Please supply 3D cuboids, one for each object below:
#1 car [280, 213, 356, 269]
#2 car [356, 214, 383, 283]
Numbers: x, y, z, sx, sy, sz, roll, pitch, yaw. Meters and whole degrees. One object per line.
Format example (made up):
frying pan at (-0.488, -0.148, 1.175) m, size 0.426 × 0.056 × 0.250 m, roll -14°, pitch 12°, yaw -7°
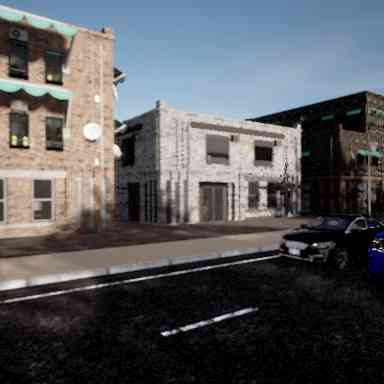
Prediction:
car at (5.021, 1.502, 11.261) m, size 4.902 × 1.511 × 2.128 m, roll 0°, pitch 0°, yaw -36°
car at (6.797, 1.232, 8.537) m, size 5.566 × 2.045 × 2.150 m, roll 0°, pitch 0°, yaw -36°
